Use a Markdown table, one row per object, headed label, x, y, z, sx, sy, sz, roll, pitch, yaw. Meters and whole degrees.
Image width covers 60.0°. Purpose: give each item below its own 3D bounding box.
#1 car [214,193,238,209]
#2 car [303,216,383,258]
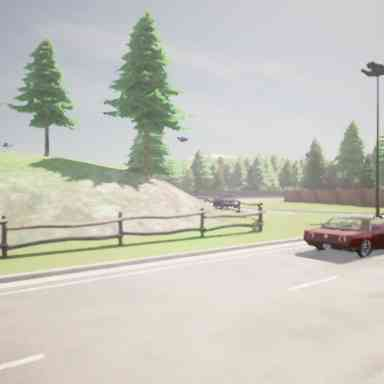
| label | x | y | z | sx | sy | sz | roll | pitch | yaw |
| --- | --- | --- | --- | --- | --- | --- | --- | --- | --- |
| car | 4.532 | 1.193 | 44.666 | 2.150 | 2.045 | 5.566 | -1 | 0 | -12 |
| car | 6.472 | 1.587 | 12.745 | 4.718 | 1.301 | 1.895 | 0 | 0 | -35 |
